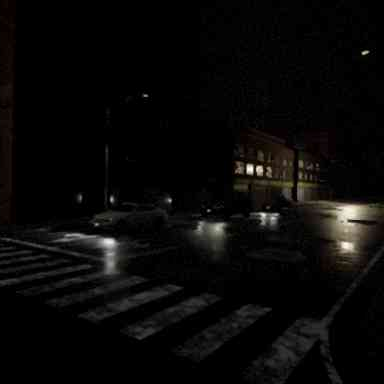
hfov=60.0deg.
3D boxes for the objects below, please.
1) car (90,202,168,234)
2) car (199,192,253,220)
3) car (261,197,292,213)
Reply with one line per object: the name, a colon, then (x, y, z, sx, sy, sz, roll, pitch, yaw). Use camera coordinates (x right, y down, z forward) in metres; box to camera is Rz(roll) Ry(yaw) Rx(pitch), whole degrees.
car: (-3.211, 1.285, 17.807, 1.812, 1.442, 4.674, 2, 1, 35)
car: (2.830, 1.005, 26.295, 2.150, 2.045, 5.566, 2, 1, 36)
car: (8.925, 1.297, 34.860, 2.128, 1.511, 4.902, 2, 1, 35)
